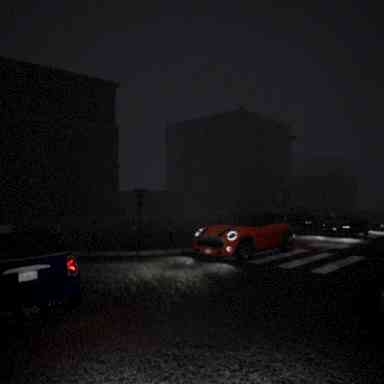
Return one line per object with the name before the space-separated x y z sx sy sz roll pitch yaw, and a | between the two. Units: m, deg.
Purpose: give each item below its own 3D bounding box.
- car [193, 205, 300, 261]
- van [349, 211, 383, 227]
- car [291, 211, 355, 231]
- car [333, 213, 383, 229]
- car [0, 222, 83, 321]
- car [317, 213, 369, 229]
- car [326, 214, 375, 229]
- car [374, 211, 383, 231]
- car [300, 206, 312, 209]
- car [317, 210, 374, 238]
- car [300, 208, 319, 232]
car | 2.142 1.543 13.278 2.097 1.767 4.553 -1 -2 45
van | 23.407 3.566 44.085 4.442 1.987 1.878 -1 -4 41
car | 12.376 2.704 31.679 5.366 1.575 1.946 -1 -4 41
car | 20.024 3.428 39.789 5.366 1.575 1.946 -1 -4 41
car | -4.204 1.462 7.142 2.097 1.767 4.553 0 -1 -43
car | 16.200 3.109 35.729 4.674 1.452 2.002 -1 -4 41
car | 17.960 3.283 37.725 4.674 1.452 2.002 -1 -4 41
car | 18.546 2.912 31.451 2.128 1.511 4.902 -1 -5 41
car | 10.616 2.388 29.359 4.553 1.767 2.185 -1 -4 41
car | 10.287 2.139 22.103 1.837 1.490 4.892 -1 -3 41
car | 8.742 2.337 27.289 5.008 1.535 2.097 -1 -4 41
